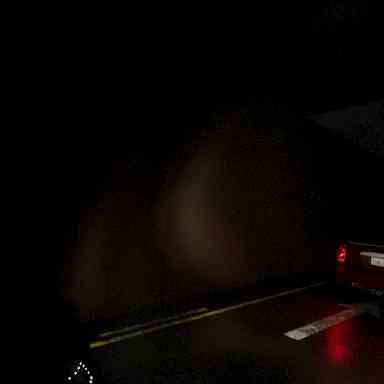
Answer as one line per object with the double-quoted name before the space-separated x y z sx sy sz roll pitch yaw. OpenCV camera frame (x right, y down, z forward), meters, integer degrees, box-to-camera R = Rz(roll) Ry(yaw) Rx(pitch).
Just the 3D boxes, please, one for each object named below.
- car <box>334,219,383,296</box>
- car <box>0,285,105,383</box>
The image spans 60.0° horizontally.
"car" 5.288 1.352 7.552 4.553 1.767 2.097 0 0 -35
"car" -3.221 1.221 1.495 5.566 2.045 2.150 0 0 -35
